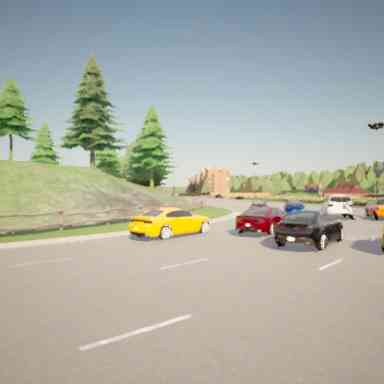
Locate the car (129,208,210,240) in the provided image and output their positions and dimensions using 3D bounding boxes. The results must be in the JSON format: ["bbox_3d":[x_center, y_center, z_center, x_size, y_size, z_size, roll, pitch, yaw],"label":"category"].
[{"bbox_3d":[-1.037,1.579,17.808,1.882,1.535,5.008,0,0,41],"label":"car"}]

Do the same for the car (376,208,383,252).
[{"bbox_3d":[8.830,1.489,13.107,1.882,1.535,5.008,0,0,38],"label":"car"}]

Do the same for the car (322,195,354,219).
[{"bbox_3d":[13.078,1.290,30.040,2.150,2.045,5.566,0,0,16],"label":"car"}]

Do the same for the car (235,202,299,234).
[{"bbox_3d":[4.273,1.550,19.140,1.882,1.535,5.008,0,0,34],"label":"car"}]

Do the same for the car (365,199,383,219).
[{"bbox_3d":[16.528,1.393,28.872,2.097,1.767,4.553,-1,0,17],"label":"car"}]

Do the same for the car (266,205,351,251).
[{"bbox_3d":[5.256,1.547,14.576,1.837,1.490,4.892,0,0,38],"label":"car"}]

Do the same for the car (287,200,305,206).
[{"bbox_3d":[10.483,1.586,34.282,1.882,1.535,5.008,0,0,12],"label":"car"}]
